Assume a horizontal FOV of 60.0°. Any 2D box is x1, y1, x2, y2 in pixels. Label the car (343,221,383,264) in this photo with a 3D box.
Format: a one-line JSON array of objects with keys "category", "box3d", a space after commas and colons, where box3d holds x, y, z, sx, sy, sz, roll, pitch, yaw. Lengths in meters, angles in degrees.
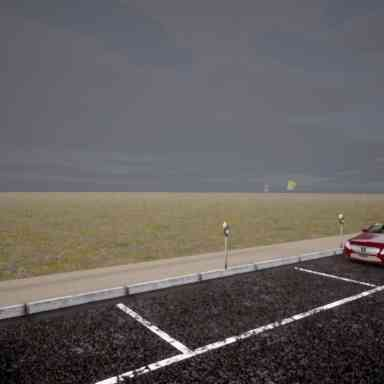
[{"category": "car", "box3d": [6.637, 1.584, 10.792, 4.206, 1.307, 1.802, 0, 1, -35]}]
